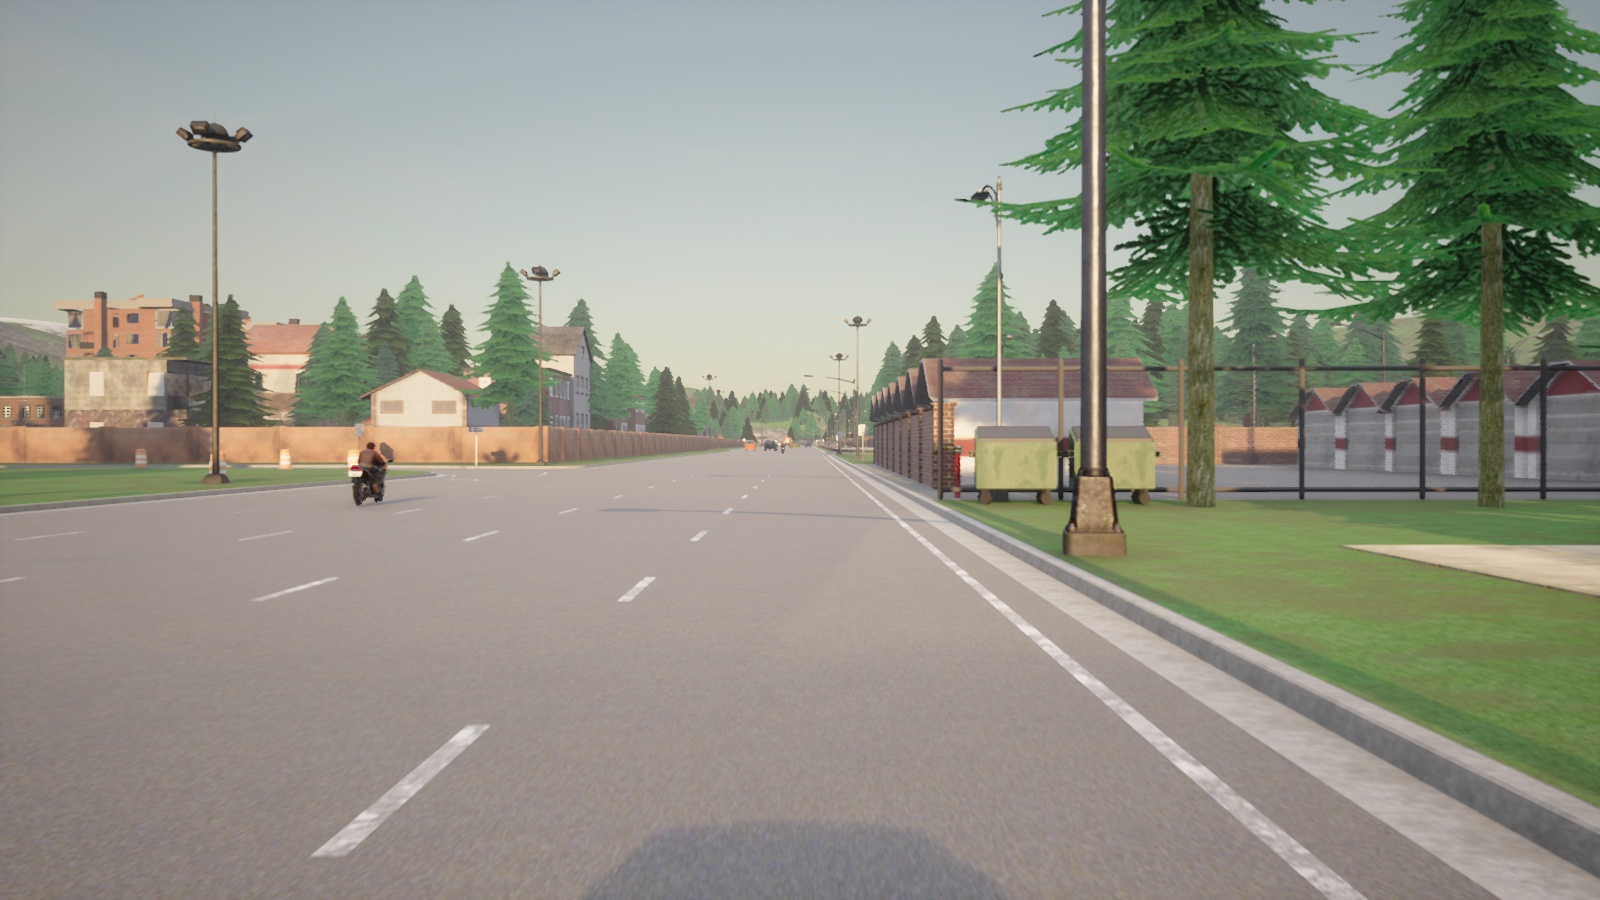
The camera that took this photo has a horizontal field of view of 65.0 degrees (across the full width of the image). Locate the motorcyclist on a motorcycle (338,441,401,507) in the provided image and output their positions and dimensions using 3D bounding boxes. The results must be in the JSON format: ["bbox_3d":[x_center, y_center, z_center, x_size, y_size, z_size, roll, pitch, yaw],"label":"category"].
[{"bbox_3d":[-10.314,0.550,30.137,0.797,1.523,2.044,0,0,0],"label":"motorcyclist on a motorcycle"}]
